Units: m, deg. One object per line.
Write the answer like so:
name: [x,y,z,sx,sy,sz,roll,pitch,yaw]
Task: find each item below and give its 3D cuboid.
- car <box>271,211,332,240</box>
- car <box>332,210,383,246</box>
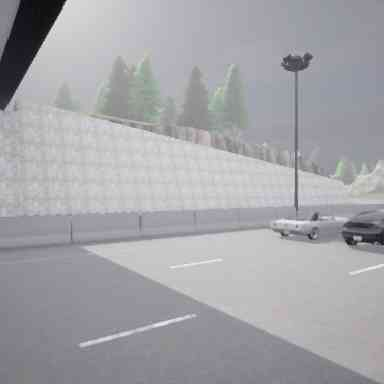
car: [6.275,1.615,16.943,4.718,1.301,1.895,0,0,-35]
car: [8.283,1.515,14.077,4.892,1.490,1.837,0,0,-35]
